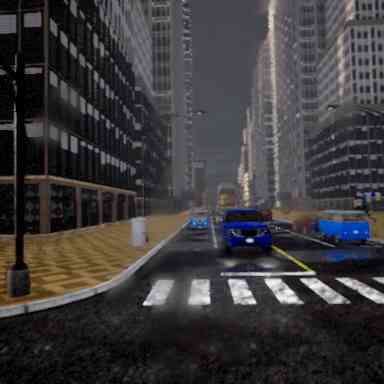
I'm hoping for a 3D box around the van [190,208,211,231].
[{"bbox_3d":[0.793,2.580,30.805,1.690,1.788,3.998,-1,-2,3],"label":"van"}]

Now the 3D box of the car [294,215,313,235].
[{"bbox_3d":[8.897,2.364,24.840,1.887,1.381,4.507,-1,-2,3],"label":"car"}]

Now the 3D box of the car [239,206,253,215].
[{"bbox_3d":[11.190,3.854,69.069,2.192,1.841,5.009,-1,-2,3],"label":"car"}]

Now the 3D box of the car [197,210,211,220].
[{"bbox_3d":[1.957,3.649,52.906,2.008,1.369,4.403,-1,-2,3],"label":"car"}]

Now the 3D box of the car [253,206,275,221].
[{"bbox_3d":[10.029,2.995,46.958,2.192,1.841,5.009,-1,-2,3],"label":"car"}]

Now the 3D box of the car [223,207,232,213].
[{"bbox_3d":[9.519,4.872,88.541,2.128,1.511,4.902,-1,-2,3],"label":"car"}]

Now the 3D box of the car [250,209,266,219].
[{"bbox_3d":[10.324,3.440,52.476,1.887,1.381,4.507,-1,-2,3],"label":"car"}]

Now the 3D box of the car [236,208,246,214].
[{"bbox_3d":[11.774,4.518,80.114,2.008,1.369,4.403,-1,-2,3],"label":"car"}]

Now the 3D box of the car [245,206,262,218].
[{"bbox_3d":[10.610,3.425,58.014,2.192,1.841,5.009,-1,-2,3],"label":"car"}]

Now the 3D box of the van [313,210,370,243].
[{"bbox_3d":[8.693,1.943,19.318,1.690,1.788,3.998,-1,-2,3],"label":"van"}]

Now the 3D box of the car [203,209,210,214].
[{"bbox_3d":[3.698,4.967,86.071,1.802,1.307,4.206,-1,-2,3],"label":"car"}]

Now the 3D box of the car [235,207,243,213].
[{"bbox_3d":[12.073,4.713,85.812,1.752,1.417,4.829,-1,-2,3],"label":"car"}]

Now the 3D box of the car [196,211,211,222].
[{"bbox_3d":[1.667,3.449,47.379,1.947,1.339,4.313,-1,-2,3],"label":"car"}]

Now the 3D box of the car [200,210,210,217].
[{"bbox_3d":[2.538,4.109,63.961,1.802,1.307,4.206,-1,-2,3],"label":"car"}]

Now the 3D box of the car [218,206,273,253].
[{"bbox_3d":[2.668,1.876,17.300,2.150,2.045,5.566,-1,-2,3],"label":"car"}]

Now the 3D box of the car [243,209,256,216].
[{"bbox_3d":[10.905,3.890,63.531,1.947,1.339,4.313,-1,-2,3],"label":"car"}]

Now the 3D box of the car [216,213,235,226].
[{"bbox_3d":[3.758,3.047,37.624,1.895,1.301,4.718,-1,-2,3],"label":"car"}]
